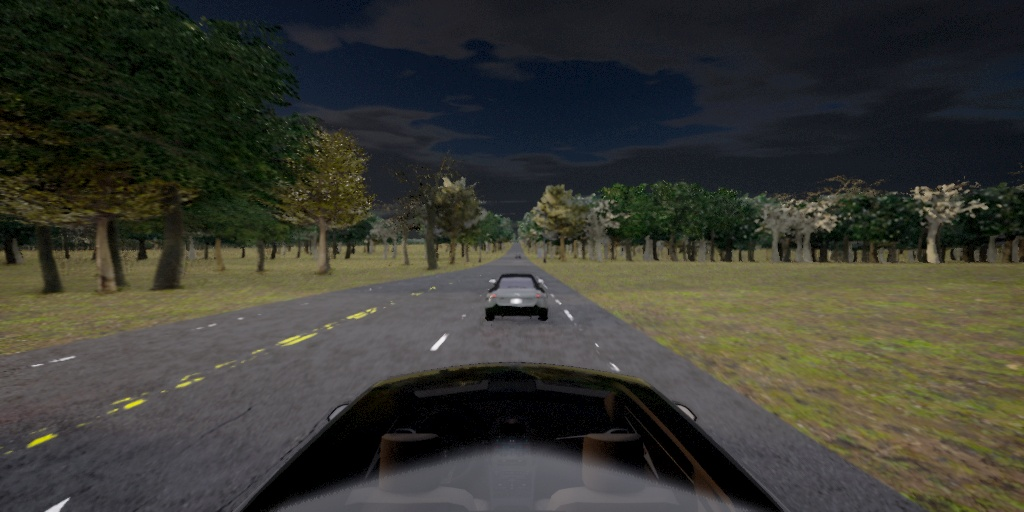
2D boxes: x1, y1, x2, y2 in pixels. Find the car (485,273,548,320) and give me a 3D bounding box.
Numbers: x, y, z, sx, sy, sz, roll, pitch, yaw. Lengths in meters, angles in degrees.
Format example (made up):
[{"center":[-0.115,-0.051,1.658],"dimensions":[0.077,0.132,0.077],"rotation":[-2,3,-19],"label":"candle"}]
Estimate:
[{"center":[0.164,1.289,12.512],"dimensions":[1.994,1.385,4.181],"rotation":[0,0,1],"label":"car"}]
